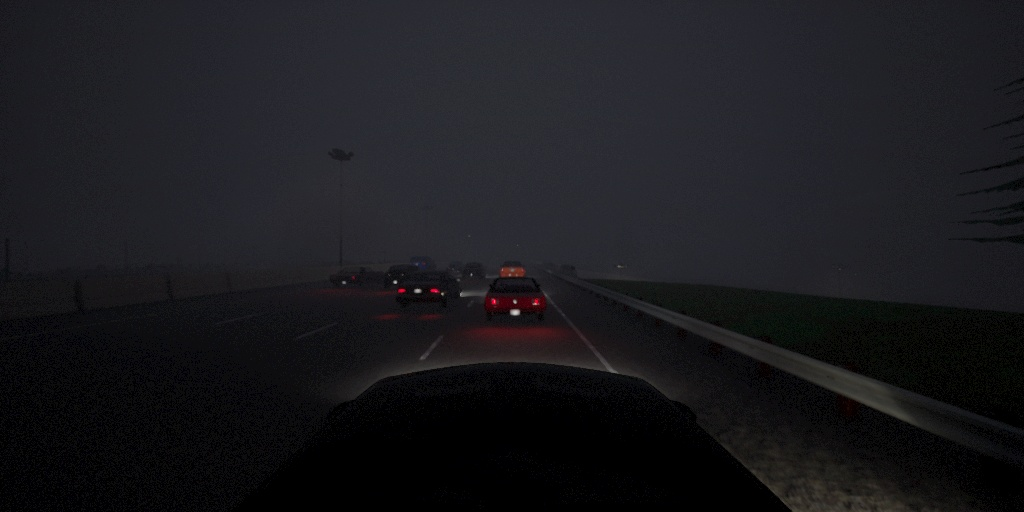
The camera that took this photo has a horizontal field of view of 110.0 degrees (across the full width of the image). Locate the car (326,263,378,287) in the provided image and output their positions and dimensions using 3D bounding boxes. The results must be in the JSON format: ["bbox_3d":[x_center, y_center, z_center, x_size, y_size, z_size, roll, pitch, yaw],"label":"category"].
[{"bbox_3d":[-10.495,1.378,24.622,1.895,1.301,4.718,0,0,0],"label":"car"}]

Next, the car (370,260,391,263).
[{"bbox_3d":[-21.048,1.435,59.495,2.128,1.511,4.902,0,-1,1],"label":"car"}]

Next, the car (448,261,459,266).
[{"bbox_3d":[-6.915,1.348,44.599,1.812,1.442,4.674,0,0,0],"label":"car"}]

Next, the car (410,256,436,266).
[{"bbox_3d":[-10.436,1.033,41.966,2.150,2.045,5.566,0,0,0],"label":"car"}]

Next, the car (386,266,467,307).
[{"bbox_3d":[-3.412,1.319,15.514,2.033,1.411,5.357,0,0,0],"label":"car"}]

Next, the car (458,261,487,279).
[{"bbox_3d":[-3.430,1.304,32.872,1.837,1.490,4.892,0,1,0],"label":"car"}]

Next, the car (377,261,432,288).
[{"bbox_3d":[-6.905,1.285,23.630,1.837,1.490,4.892,0,0,0],"label":"car"}]

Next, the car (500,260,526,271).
[{"bbox_3d":[0.054,1.149,29.787,2.097,1.767,4.553,0,0,0],"label":"car"}]

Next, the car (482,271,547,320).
[{"bbox_3d":[0.097,1.370,12.709,1.895,1.301,4.718,0,0,0],"label":"car"}]

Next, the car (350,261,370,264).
[{"bbox_3d":[-24.523,1.493,59.982,2.033,1.411,5.357,0,-1,0],"label":"car"}]
